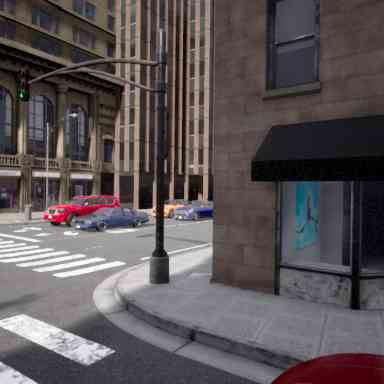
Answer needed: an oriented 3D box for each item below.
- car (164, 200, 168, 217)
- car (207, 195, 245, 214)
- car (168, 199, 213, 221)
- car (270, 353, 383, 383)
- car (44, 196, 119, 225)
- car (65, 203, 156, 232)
[{"bbox_3d":[-1.862,1.504,31.896,2.097,1.767,4.553,1,0,35],"label":"car"},{"bbox_3d":[4.227,1.465,40.562,2.150,2.045,5.566,1,0,35],"label":"car"},{"bbox_3d":[0.335,1.544,29.367,2.097,1.767,4.553,1,0,35],"label":"car"},{"bbox_3d":[2.380,1.545,1.275,4.507,1.381,1.887,0,1,35],"label":"car"},{"bbox_3d":[-7.568,1.289,23.761,2.150,2.045,5.566,1,0,35],"label":"car"},{"bbox_3d":[-5.105,1.658,21.620,2.033,1.411,5.357,1,0,35],"label":"car"}]
